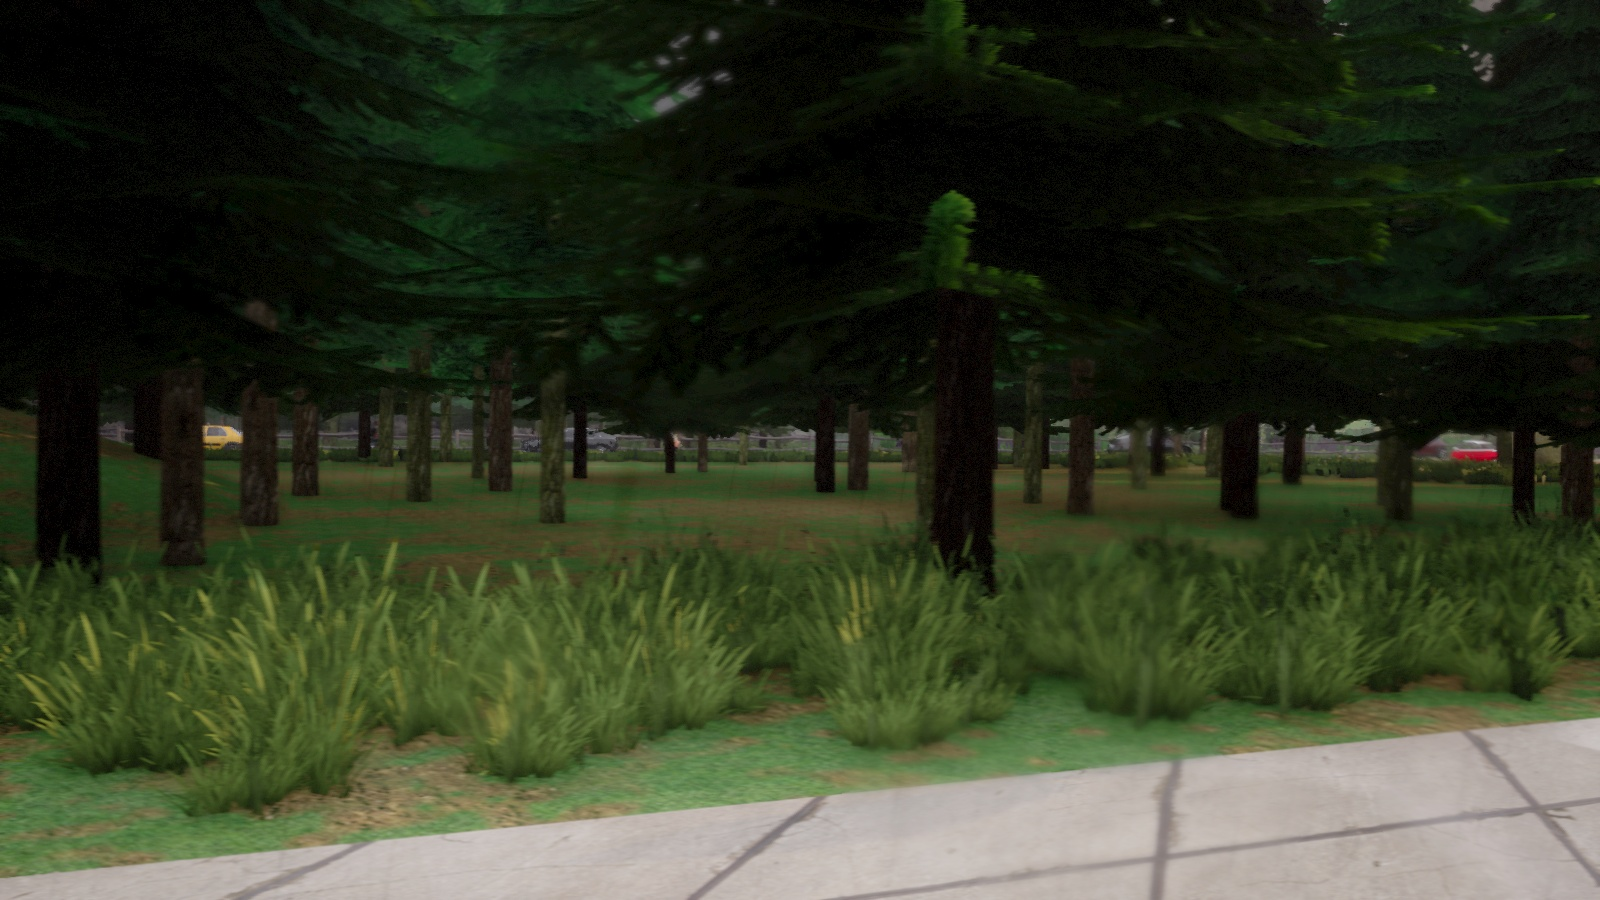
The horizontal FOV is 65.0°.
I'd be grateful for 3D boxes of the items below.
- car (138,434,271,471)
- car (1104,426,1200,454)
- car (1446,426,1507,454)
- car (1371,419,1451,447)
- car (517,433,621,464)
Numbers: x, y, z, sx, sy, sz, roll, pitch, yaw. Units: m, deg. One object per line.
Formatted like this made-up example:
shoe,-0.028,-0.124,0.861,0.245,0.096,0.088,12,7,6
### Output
car,-27.165,0.098,57.469,5.366,1.575,1.801,-1,1,-21
car,19.813,-0.573,70.764,4.792,1.488,2.163,-1,1,-12
car,33.469,-0.492,62.131,1.481,1.376,2.207,-1,1,-22
car,39.798,-1.113,81.812,4.553,1.767,2.097,-1,1,-19
car,-11.650,-0.102,63.361,4.892,1.490,1.837,-1,1,-21
